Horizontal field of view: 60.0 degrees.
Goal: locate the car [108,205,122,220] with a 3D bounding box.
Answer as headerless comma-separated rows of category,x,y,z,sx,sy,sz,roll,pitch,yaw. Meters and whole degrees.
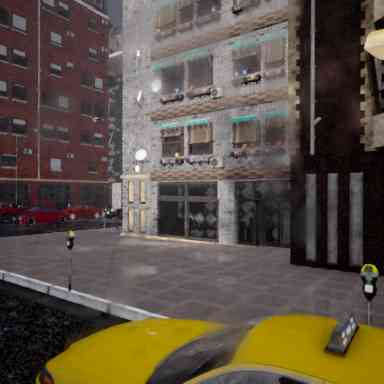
car,-6.407,1.679,33.972,2.150,2.045,5.566,0,-1,35

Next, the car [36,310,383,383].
car,0.771,1.525,2.326,4.829,1.417,1.752,0,0,36

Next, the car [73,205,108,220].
car,-10.813,1.920,32.266,1.887,1.381,4.507,-1,-2,35

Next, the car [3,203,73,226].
car,-11.964,1.848,26.152,1.994,1.385,4.181,0,-1,35

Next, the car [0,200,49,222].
car,-14.111,1.588,27.628,2.192,1.841,5.009,-1,-2,35
